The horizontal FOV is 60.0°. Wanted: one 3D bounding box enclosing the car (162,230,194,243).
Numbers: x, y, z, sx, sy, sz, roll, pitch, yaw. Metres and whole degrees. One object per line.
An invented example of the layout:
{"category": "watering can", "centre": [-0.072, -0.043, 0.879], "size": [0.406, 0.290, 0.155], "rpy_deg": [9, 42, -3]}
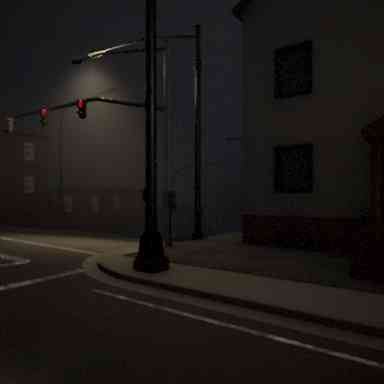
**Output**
{"category": "car", "centre": [-0.756, 4.598, 33.587], "size": [2.033, 1.411, 5.357], "rpy_deg": [0, -14, 36]}
